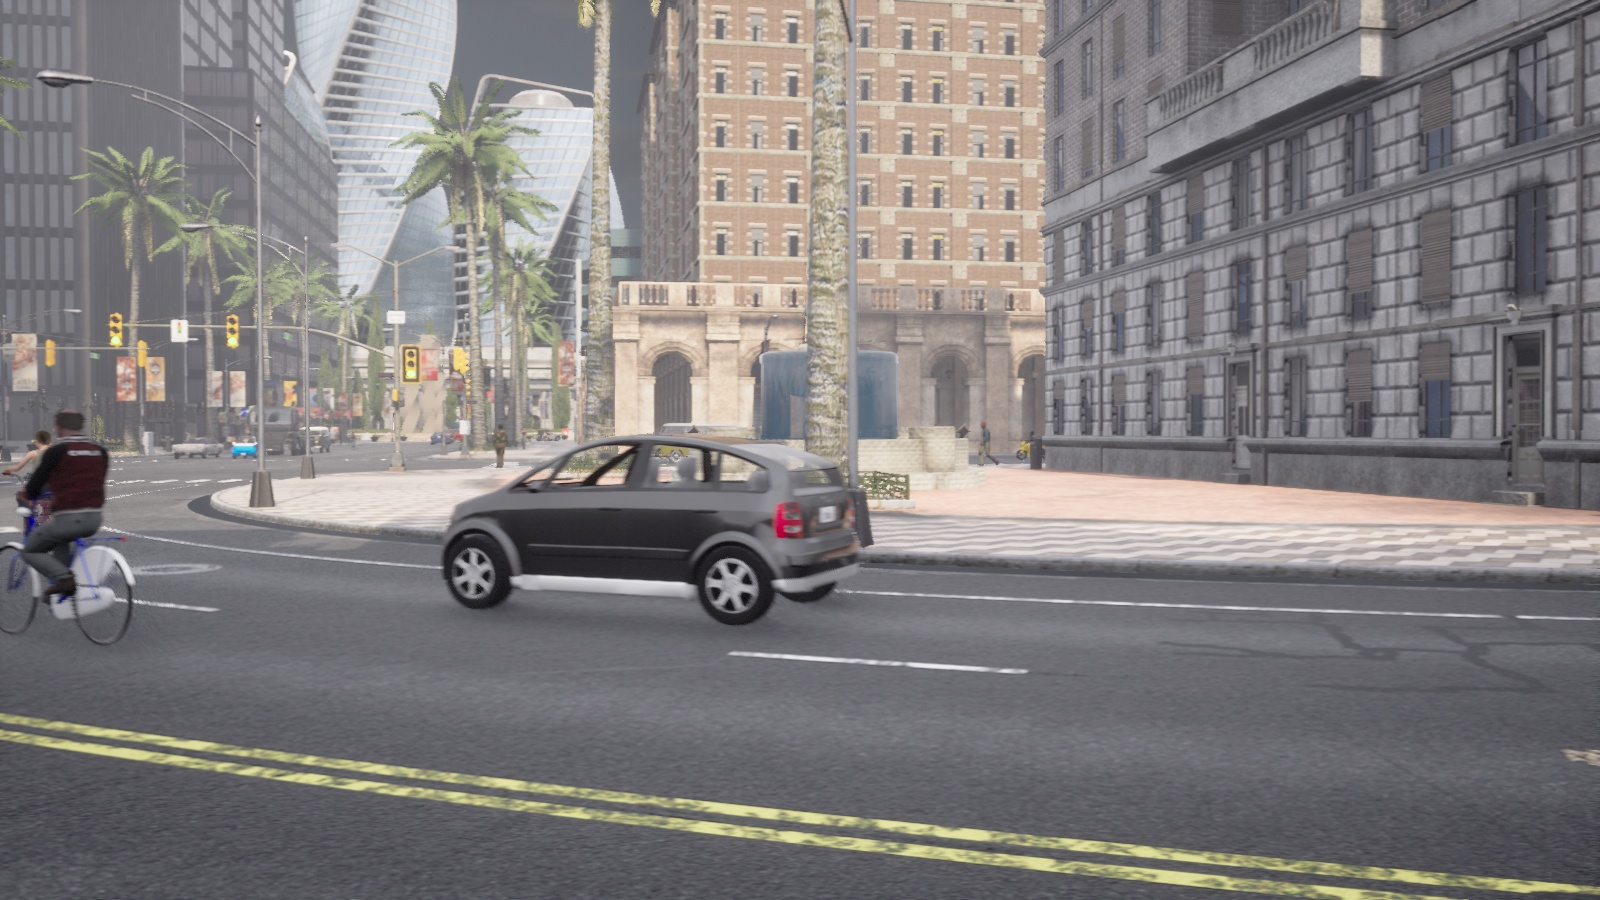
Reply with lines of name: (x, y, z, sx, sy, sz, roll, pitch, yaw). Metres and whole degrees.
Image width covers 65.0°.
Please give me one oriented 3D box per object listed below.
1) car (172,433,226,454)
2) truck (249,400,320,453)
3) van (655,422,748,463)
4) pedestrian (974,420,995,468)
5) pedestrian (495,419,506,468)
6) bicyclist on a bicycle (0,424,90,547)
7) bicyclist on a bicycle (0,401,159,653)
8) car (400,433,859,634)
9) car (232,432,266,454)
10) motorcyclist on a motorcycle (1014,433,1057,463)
car: (-37.793, -0.421, 79.085, 1.895, 1.301, 4.718, 0, 1, -10)
truck: (-35.599, -1.613, 86.938, 2.891, 3.462, 7.936, 0, 1, -10)
van: (-4.875, -0.376, 61.927, 4.442, 1.987, 1.775, 0, 1, -10)
pedestrian: (7.170, -0.224, 48.730, 0.726, 1.835, 0.370, 0, 1, -4)
pedestrian: (-11.791, -0.267, 49.479, 0.395, 1.930, 0.692, 0, 1, -11)
bicyclist on a bicycle: (-10.555, 0.458, 17.367, 1.509, 1.612, 0.866, 1, 1, 44)
bicyclist on a bicycle: (-5.784, 0.529, 9.573, 1.843, 1.776, 0.659, 1, 1, 28)
car: (-1.522, 0.628, 11.320, 3.705, 1.549, 1.789, 1, 1, 23)
car: (-33.956, -0.426, 77.426, 1.481, 1.376, 2.207, 0, 1, -10)
motorcyclist on a motorcycle: (12.178, -0.123, 64.955, 2.044, 1.523, 0.797, 0, 1, -10)
